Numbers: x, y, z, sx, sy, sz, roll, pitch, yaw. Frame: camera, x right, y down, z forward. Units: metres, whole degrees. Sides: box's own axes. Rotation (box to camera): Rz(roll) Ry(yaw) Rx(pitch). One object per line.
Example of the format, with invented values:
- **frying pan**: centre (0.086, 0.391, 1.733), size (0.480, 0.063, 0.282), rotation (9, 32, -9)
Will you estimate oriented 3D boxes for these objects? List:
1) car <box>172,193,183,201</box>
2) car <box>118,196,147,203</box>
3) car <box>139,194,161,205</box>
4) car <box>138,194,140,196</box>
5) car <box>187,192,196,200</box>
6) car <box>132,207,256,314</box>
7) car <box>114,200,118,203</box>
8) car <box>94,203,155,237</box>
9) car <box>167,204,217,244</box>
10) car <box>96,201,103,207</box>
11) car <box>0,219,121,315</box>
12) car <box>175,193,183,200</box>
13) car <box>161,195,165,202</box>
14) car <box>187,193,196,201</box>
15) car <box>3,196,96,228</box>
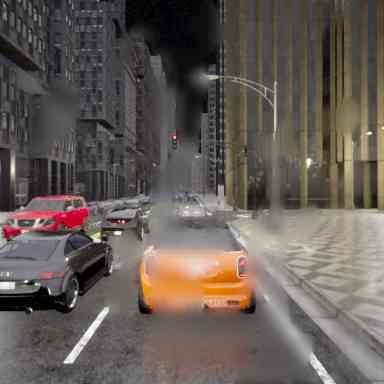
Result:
- **car**: centre (-3.327, 1.176, 74.279), size (2.097, 1.767, 4.553), rotation (0, 0, 0)
- **car**: centre (-6.645, 1.476, 37.554), size (1.812, 1.442, 4.674), rotation (0, 0, 0)
- **car**: centre (-6.649, 1.452, 52.511), size (2.033, 1.411, 5.357), rotation (0, 0, 0)
- **car**: centre (-9.854, 1.212, 65.039), size (2.097, 1.767, 4.553), rotation (0, 0, 0)
- **car**: centre (-0.088, 0.982, 84.287), size (2.097, 1.767, 4.553), rotation (0, 0, 0)
- **car**: centre (0.096, 1.350, 7.764), size (2.097, 1.767, 4.553), rotation (0, 0, 0)
- **car**: centre (-9.898, 1.520, 48.286), size (1.895, 1.301, 4.718), rotation (0, 0, 0)
- **car**: centre (-3.165, 1.494, 16.563), size (1.837, 1.490, 4.892), rotation (0, 0, 0)
- **car**: centre (0.015, 1.480, 16.770), size (2.128, 1.511, 4.902), rotation (0, 0, 1)
- **car**: centre (-9.882, 1.528, 32.147), size (1.994, 1.385, 4.181), rotation (0, 0, 0)
- **car**: centre (-3.164, 1.562, 7.667), size (1.994, 1.385, 4.181), rotation (0, 0, 0)
- **car**: centre (-3.338, 1.126, 84.315), size (1.837, 1.490, 4.892), rotation (0, 0, 0)
- **car**: centre (-6.576, 1.394, 68.260), size (2.033, 1.411, 5.357), rotation (0, 0, 0)
- **car**: centre (-0.077, 1.345, 74.313), size (1.812, 1.442, 4.674), rotation (0, 0, 0)
- **car**: centre (-6.616, 1.211, 15.909), size (2.150, 2.045, 5.566), rotation (0, 0, 0)
